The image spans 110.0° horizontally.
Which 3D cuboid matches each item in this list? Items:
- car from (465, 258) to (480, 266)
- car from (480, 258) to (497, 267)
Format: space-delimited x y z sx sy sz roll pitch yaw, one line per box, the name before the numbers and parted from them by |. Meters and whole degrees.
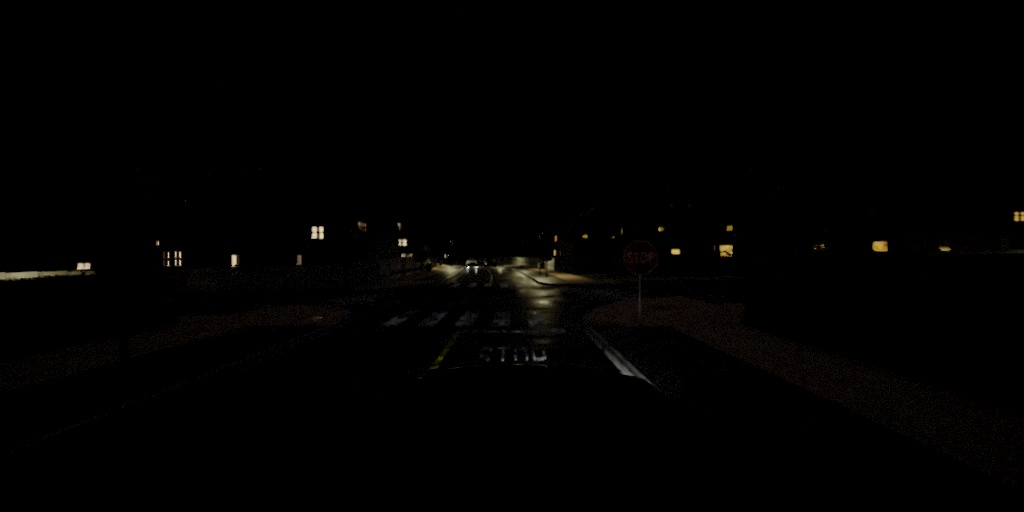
car | -7.304 1.134 64.738 1.812 1.442 4.674 0 0 -10
car | -3.700 1.134 60.278 2.033 1.411 5.357 0 0 -10
